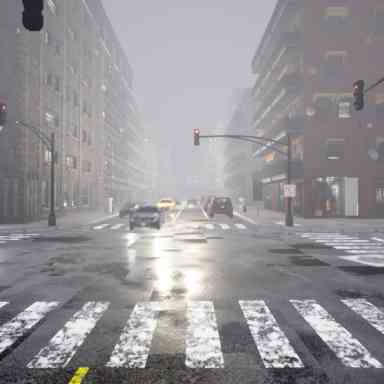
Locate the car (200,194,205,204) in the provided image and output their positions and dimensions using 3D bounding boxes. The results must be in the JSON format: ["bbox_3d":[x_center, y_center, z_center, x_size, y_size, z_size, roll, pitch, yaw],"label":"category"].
[{"bbox_3d":[2.547,1.335,41.271,2.192,1.841,5.009,1,0,0],"label":"car"}]

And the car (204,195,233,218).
[{"bbox_3d":[2.558,1.326,30.147,2.192,1.841,5.009,1,0,0],"label":"car"}]

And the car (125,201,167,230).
[{"bbox_3d":[-2.868,1.585,21.801,1.812,1.442,4.674,0,1,0],"label":"car"}]

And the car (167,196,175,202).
[{"bbox_3d":[-5.381,1.763,85.717,2.008,1.369,4.403,1,0,0],"label":"car"}]

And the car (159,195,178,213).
[{"bbox_3d":[-2.882,1.494,37.747,1.882,1.535,5.008,0,0,0],"label":"car"}]

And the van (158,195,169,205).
[{"bbox_3d":[-5.356,1.427,63.462,1.690,1.788,3.998,1,0,0],"label":"van"}]

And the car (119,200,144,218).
[{"bbox_3d":[-5.326,1.577,30.093,1.947,1.339,4.313,1,0,0],"label":"car"}]

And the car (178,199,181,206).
[{"bbox_3d":[-2.874,1.615,54.541,1.994,1.385,4.181,0,0,0],"label":"car"}]

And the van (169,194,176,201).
[{"bbox_3d":[-5.383,1.588,91.282,1.690,1.788,3.998,1,0,0],"label":"van"}]

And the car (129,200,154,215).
[{"bbox_3d":[-5.331,1.580,35.654,1.947,1.339,4.313,1,0,0],"label":"car"}]

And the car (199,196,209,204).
[{"bbox_3d":[2.516,1.556,69.069,1.967,1.590,4.097,1,0,0],"label":"car"}]

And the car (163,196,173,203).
[{"bbox_3d":[-5.370,1.670,74.418,1.752,1.417,4.829,1,0,0],"label":"car"}]

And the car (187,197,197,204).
[{"bbox_3d":[-0.001,1.684,70.341,1.994,1.385,4.181,0,0,0],"label":"car"}]

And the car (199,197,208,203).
[{"bbox_3d":[2.509,1.728,74.629,1.802,1.307,4.206,1,0,0],"label":"car"}]

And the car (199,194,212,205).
[{"bbox_3d":[2.523,1.402,63.505,2.192,1.841,5.009,1,0,0],"label":"car"}]

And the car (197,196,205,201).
[{"bbox_3d":[2.493,1.813,91.320,1.947,1.339,4.313,1,0,0],"label":"car"}]

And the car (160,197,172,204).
[{"bbox_3d":[-5.365,1.666,69.026,2.008,1.369,4.403,1,0,0],"label":"car"}]

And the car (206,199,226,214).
[{"bbox_3d":[2.549,1.540,35.876,1.752,1.417,4.829,1,0,0],"label":"car"}]

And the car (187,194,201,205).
[{"bbox_3d":[0.046,1.564,60.107,2.128,1.511,4.902,0,0,0],"label":"car"}]
